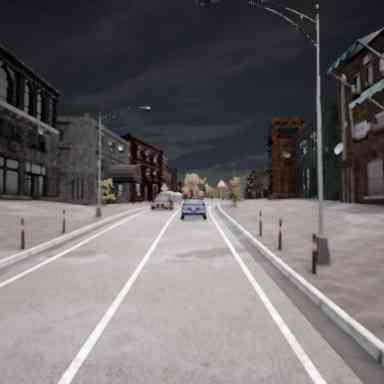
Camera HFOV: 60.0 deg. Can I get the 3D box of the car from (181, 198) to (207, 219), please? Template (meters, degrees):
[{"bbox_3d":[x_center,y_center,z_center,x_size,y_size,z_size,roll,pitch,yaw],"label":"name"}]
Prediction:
[{"bbox_3d":[0.151,1.169,24.877,2.033,1.411,5.357,0,1,1],"label":"car"}]

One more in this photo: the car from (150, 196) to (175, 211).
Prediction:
[{"bbox_3d":[-2.818,1.120,32.432,1.994,1.385,4.181,0,0,3],"label":"car"}]
